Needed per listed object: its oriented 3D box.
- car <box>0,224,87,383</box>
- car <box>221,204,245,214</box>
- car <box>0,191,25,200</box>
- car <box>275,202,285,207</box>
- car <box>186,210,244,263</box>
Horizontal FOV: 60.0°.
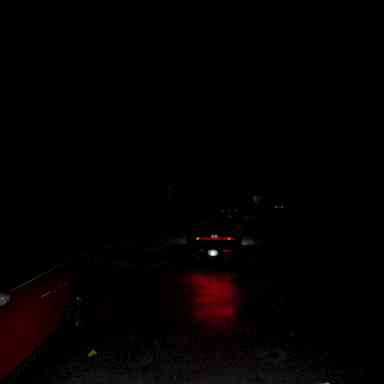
[{"bbox_3d":[-2.932,1.387,3.858,2.097,1.767,4.553,0,-1,3],"label":"car"},{"bbox_3d":[3.559,1.778,29.518,2.128,1.511,4.902,0,-1,12],"label":"car"},{"bbox_3d":[-30.947,0.589,56.823,4.902,1.511,2.128,2,-1,16],"label":"car"},{"bbox_3d":[22.999,3.119,87.004,1.994,1.385,4.181,-1,-2,23],"label":"car"},{"bbox_3d":[0.872,1.625,12.517,1.837,1.490,4.892,0,-1,6],"label":"car"}]
